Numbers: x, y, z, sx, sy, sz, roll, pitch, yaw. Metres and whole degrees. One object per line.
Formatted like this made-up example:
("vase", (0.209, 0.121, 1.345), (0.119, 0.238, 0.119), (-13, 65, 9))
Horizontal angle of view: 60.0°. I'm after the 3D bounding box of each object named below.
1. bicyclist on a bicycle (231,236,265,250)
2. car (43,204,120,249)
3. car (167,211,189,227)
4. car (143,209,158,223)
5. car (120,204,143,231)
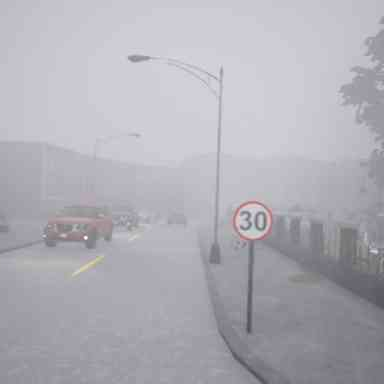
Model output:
("bicyclist on a bicycle", (2.783, 2.054, 16.425), (1.656, 1.620, 0.582), (2, -2, 0))
("car", (-5.618, 1.644, 17.274), (2.150, 2.045, 5.566), (2, -2, 0))
("car", (-1.428, 2.677, 34.048), (2.128, 1.511, 4.902), (2, -2, 2))
("car", (-5.344, 2.699, 37.839), (1.812, 1.442, 4.674), (2, -2, 11))
("car", (-5.781, 2.010, 27.634), (2.150, 2.045, 5.566), (2, -2, -2))
